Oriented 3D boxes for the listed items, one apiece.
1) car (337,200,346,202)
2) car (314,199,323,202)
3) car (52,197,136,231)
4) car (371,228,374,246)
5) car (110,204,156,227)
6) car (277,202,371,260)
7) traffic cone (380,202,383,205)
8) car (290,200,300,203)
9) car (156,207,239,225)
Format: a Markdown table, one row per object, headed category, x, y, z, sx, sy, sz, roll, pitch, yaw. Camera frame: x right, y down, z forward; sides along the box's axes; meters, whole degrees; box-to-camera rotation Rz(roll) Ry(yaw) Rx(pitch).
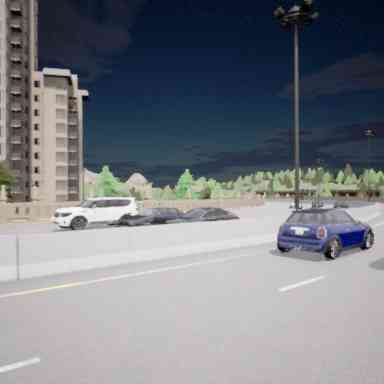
| category | x | y | z | sx | sy | sz | roll | pitch | yaw |
| --- | --- | --- | --- | --- | --- | --- | --- | --- | --- |
| car | 24.094 | 2.038 | 53.601 | 1.994 | 1.385 | 4.181 | 0 | -1 | 21 |
| car | 21.210 | 2.011 | 55.850 | 1.837 | 1.490 | 4.892 | 0 | 0 | 21 |
| car | -6.103 | 1.356 | 21.744 | 5.566 | 2.045 | 2.150 | 0 | 0 | -41 |
| car | 7.851 | 1.556 | 10.634 | 4.902 | 1.511 | 2.128 | 0 | 0 | -43 |
| car | -2.004 | 1.679 | 20.694 | 5.357 | 1.411 | 2.033 | 0 | -1 | -43 |
| car | 5.330 | 1.433 | 13.075 | 4.553 | 1.767 | 2.097 | 0 | 0 | -42 |
| traffic cone | 41.668 | 2.601 | 72.471 | 0.340 | 0.580 | 0.340 | 0 | -1 | 8 |
| car | 17.425 | 2.037 | 55.753 | 1.812 | 1.442 | 4.674 | 0 | -1 | 21 |
| car | 0.630 | 1.622 | 18.462 | 4.892 | 1.490 | 1.837 | 0 | 0 | -44 |
